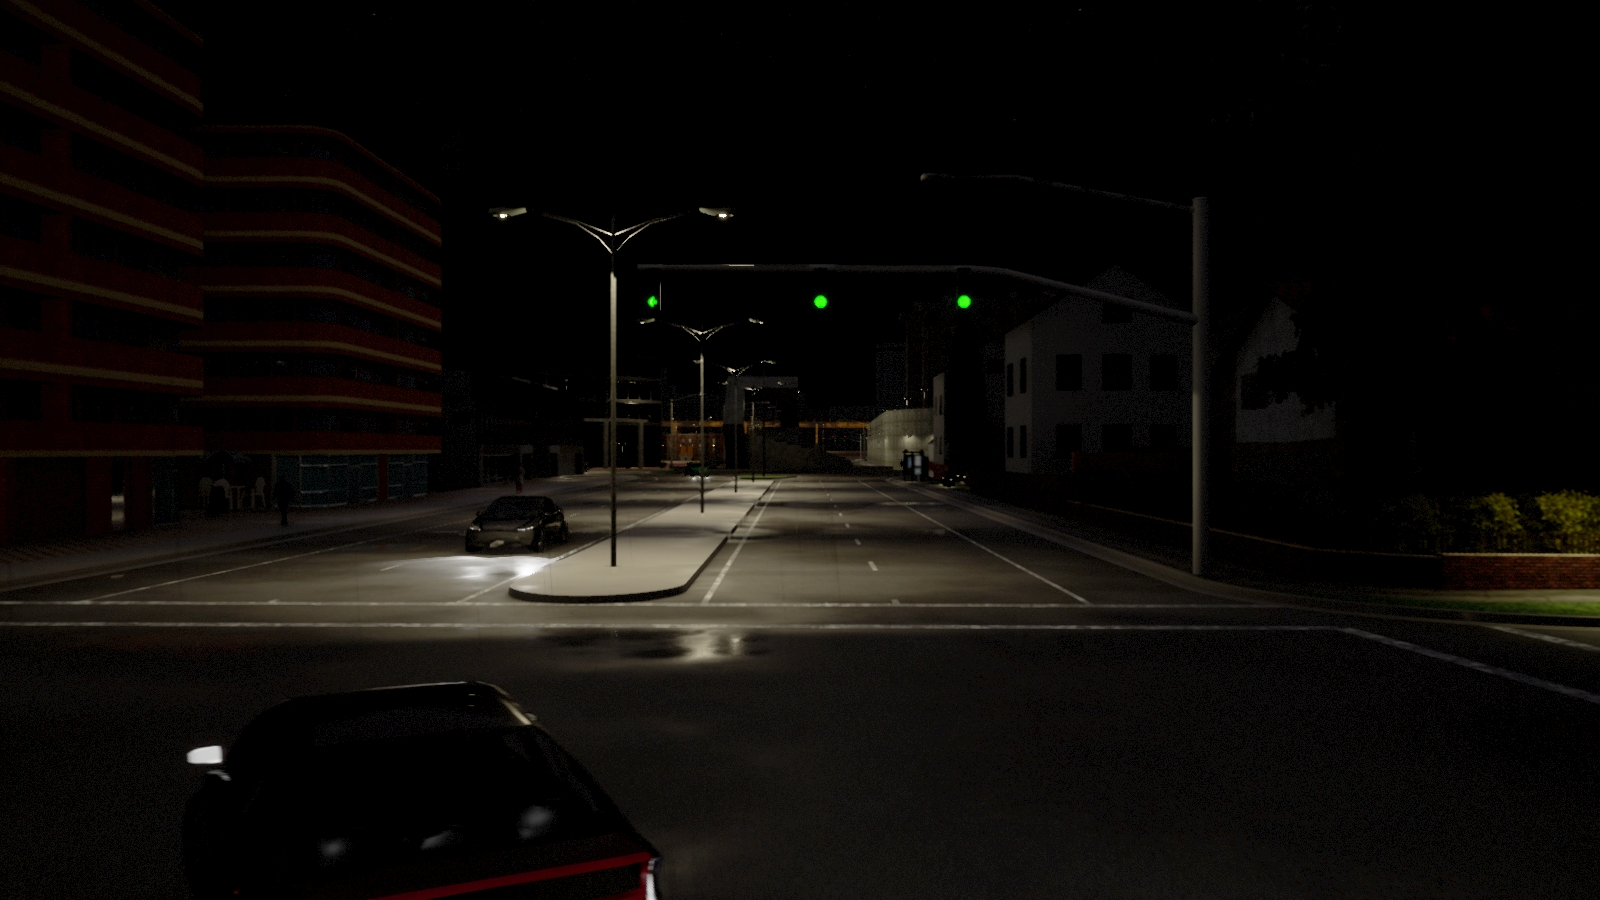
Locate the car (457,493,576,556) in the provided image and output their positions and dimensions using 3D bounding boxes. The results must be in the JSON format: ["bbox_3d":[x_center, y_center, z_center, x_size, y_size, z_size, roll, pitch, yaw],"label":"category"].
[{"bbox_3d":[-7.959,2.066,32.573,2.163,1.488,4.792,0,0,0],"label":"car"}]

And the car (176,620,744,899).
[{"bbox_3d":[-2.164,2.041,6.131,2.007,1.525,4.514,0,0,-28],"label":"car"}]

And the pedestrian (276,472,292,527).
[{"bbox_3d":[-17.712,1.700,39.230,0.375,1.860,0.375,0,0,-5],"label":"pedestrian"}]
